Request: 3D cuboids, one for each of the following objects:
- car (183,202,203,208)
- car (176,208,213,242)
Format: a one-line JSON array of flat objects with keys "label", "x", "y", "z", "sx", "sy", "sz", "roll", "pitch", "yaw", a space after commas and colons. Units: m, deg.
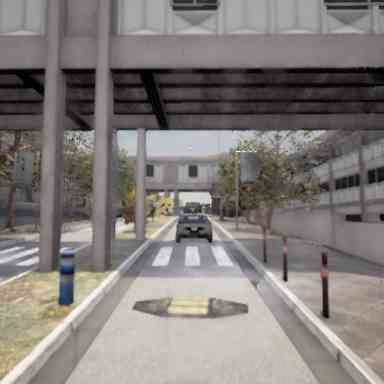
[{"label": "car", "x": 0.105, "y": 2.290, "z": 40.713, "sx": 2.150, "sy": 2.045, "sz": 5.566, "roll": 0, "pitch": -2, "yaw": 0}, {"label": "car", "x": 0.096, "y": 1.797, "z": 17.651, "sx": 2.033, "sy": 1.411, "sz": 5.357, "roll": 0, "pitch": -1, "yaw": 0}]
